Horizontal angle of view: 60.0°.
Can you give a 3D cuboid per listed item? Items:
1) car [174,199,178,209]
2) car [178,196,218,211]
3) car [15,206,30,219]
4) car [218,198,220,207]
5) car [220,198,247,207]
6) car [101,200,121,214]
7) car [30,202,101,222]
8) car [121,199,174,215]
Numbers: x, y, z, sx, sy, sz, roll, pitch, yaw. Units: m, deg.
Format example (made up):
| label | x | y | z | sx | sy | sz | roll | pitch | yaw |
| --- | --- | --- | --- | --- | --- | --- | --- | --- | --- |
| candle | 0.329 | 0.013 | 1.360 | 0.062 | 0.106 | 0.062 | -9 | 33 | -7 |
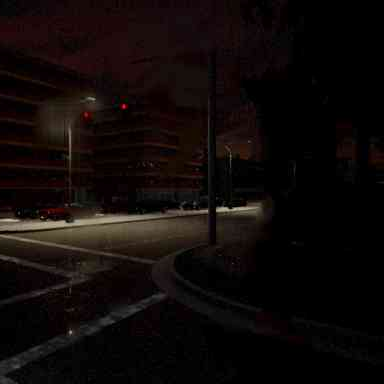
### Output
| label | x | y | z | sx | sy | sz | roll | pitch | yaw |
| --- | --- | --- | --- | --- | --- | --- | --- | --- | --- |
| car | -3.060 | 1.563 | 42.284 | 1.994 | 1.385 | 4.181 | 0 | 0 | 36 |
| car | 0.828 | 1.351 | 41.688 | 2.097 | 1.767 | 4.553 | 0 | 0 | 36 |
| car | -12.919 | 1.563 | 28.720 | 1.994 | 1.385 | 4.181 | 0 | 0 | 36 |
| car | 2.842 | 1.490 | 50.388 | 2.128 | 1.511 | 4.902 | 0 | 0 | 36 |
| car | 6.525 | 1.563 | 49.496 | 1.994 | 1.385 | 4.181 | 0 | 0 | 36 |
| car | -7.967 | 1.561 | 35.516 | 1.994 | 1.385 | 4.181 | 0 | 0 | 37 |
| car | -10.036 | 1.600 | 26.764 | 1.895 | 1.301 | 4.718 | 0 | 0 | 33 |
| car | -4.499 | 1.475 | 34.363 | 1.882 | 1.535 | 5.008 | 0 | 0 | 36 |
